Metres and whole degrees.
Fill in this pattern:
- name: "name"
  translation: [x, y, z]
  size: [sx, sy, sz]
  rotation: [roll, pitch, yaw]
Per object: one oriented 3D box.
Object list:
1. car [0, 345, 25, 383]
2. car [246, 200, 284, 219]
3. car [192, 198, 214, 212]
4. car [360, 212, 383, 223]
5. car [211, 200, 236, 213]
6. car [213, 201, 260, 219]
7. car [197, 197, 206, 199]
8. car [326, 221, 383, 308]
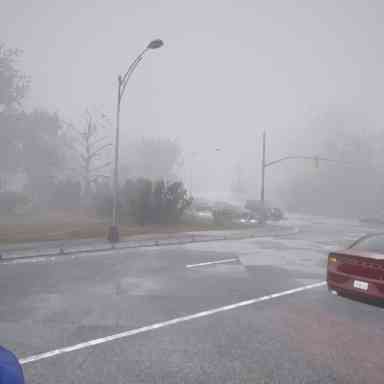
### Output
- name: "car"
  translation: [-3.415, 1.481, 1.304]
  size: [5.008, 1.535, 1.882]
  rotation: [0, 0, -36]
- name: "car"
  translation: [7.986, 1.932, 37.704]
  size: [2.150, 2.045, 5.566]
  rotation: [3, -1, -22]
- name: "car"
  translation: [1.277, 2.011, 45.730]
  size: [1.895, 1.301, 4.718]
  rotation: [3, 1, -18]
- name: "car"
  translation: [19.211, 2.596, 32.109]
  size: [5.357, 1.411, 2.033]
  rotation: [1, -1, 27]
- name: "car"
  translation: [4.412, 2.044, 47.496]
  size: [1.837, 1.490, 4.892]
  rotation: [3, 1, -17]
- name: "car"
  translation: [4.736, 2.108, 36.316]
  size: [2.033, 1.411, 5.357]
  rotation: [3, -1, -23]
- name: "car"
  translation: [1.687, 1.688, 57.718]
  size: [1.837, 1.490, 4.892]
  rotation: [2, 2, -12]
- name: "car"
  translation: [5.041, 1.556, 7.383]
  size: [5.008, 1.535, 1.882]
  rotation: [1, -1, -35]
